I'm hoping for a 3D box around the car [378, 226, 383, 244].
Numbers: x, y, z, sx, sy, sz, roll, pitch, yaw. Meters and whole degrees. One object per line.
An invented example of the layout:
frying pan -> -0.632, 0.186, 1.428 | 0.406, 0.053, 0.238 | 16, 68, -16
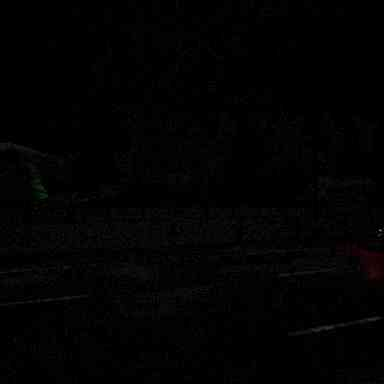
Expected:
car -> 10.260, 1.748, 14.456 | 4.674, 1.442, 1.812 | 0, -1, -21
